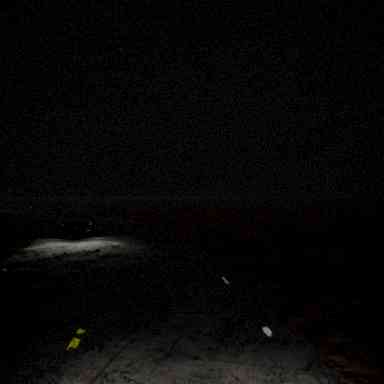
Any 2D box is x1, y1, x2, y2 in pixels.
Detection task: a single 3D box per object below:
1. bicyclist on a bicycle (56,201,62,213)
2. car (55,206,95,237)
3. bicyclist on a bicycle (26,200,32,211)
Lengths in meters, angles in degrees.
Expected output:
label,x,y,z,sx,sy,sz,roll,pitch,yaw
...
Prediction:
label,x,y,z,sx,sy,sz,roll,pitch,yaw
bicyclist on a bicycle,-17.782,1.987,44.548,0.582,1.620,1.656,2,-2,-44
car,-6.613,1.568,18.860,1.882,1.535,5.008,1,-1,-19
bicyclist on a bicycle,-24.958,2.034,50.956,1.843,1.776,0.659,-1,-2,38
